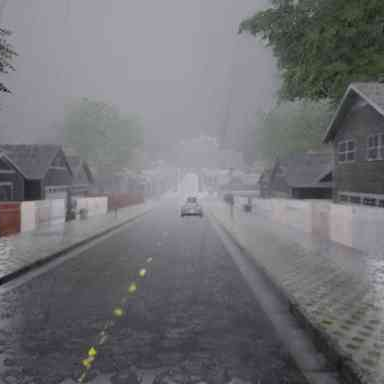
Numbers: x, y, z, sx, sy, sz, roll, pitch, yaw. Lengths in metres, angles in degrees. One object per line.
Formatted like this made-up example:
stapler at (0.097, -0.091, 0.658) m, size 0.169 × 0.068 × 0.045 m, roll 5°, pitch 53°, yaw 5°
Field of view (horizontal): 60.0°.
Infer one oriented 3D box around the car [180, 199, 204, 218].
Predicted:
car at (0.004, 1.573, 29.730) m, size 1.994 × 1.385 × 4.181 m, roll 0°, pitch 0°, yaw 0°

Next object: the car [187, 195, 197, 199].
car at (0.003, 1.249, 61.144) m, size 1.882 × 1.535 × 5.008 m, roll 0°, pitch 0°, yaw 0°
